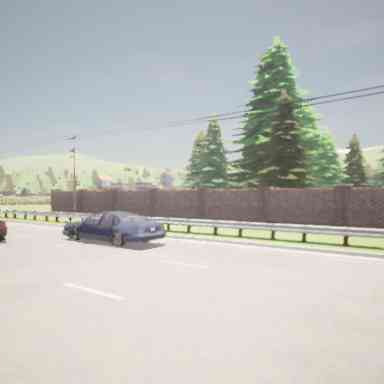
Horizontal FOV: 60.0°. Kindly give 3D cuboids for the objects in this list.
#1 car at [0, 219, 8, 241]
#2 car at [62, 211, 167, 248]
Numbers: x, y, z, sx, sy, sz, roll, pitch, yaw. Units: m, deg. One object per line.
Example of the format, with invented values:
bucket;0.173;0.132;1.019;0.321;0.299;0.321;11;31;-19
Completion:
car;-10.538;1.604;15.800;4.674;1.442;1.812;0;0;36
car;-3.662;1.600;15.189;5.357;1.411;2.033;0;0;36
